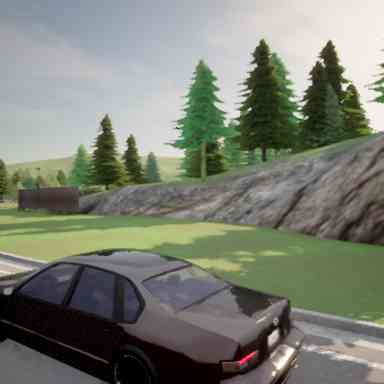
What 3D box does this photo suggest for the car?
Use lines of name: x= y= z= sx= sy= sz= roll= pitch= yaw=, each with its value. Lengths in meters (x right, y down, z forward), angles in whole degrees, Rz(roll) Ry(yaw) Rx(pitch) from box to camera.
car: x=-1.221 y=1.594 z=4.882 sx=5.357 sy=1.411 sz=2.033 roll=-1 pitch=0 yaw=34
